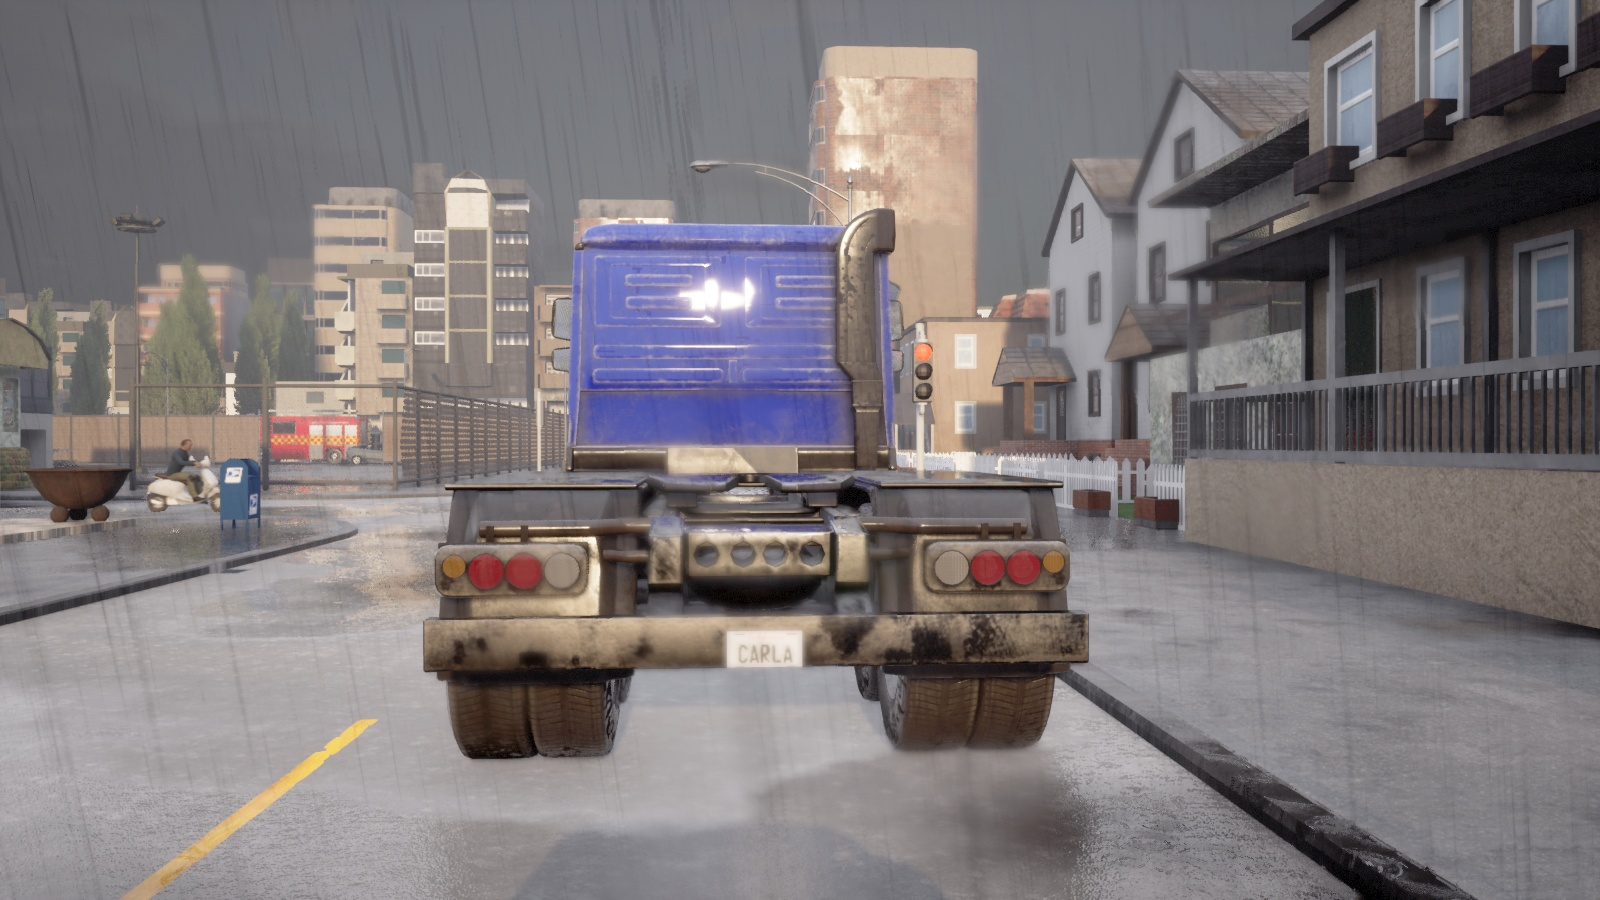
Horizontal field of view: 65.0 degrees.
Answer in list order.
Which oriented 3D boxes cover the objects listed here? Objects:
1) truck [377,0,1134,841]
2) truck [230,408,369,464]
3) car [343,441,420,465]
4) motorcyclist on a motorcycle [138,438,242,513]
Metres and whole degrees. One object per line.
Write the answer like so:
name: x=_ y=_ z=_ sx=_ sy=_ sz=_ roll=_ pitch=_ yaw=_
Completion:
truck: x=-0.432 y=-0.285 z=8.765 sx=2.891 sy=3.462 sz=7.936 roll=0 pitch=0 yaw=-4
truck: x=-34.798 y=-0.940 z=87.533 sx=8.468 sy=3.827 sz=2.891 roll=0 pitch=0 yaw=-3
car: x=-27.921 y=0.197 z=83.916 sx=4.514 sy=1.525 sz=2.007 roll=0 pitch=0 yaw=-3
motorcyclist on a motorcycle: x=-13.124 y=0.537 z=27.064 sx=1.817 sy=1.590 sz=0.866 roll=0 pitch=0 yaw=-3
